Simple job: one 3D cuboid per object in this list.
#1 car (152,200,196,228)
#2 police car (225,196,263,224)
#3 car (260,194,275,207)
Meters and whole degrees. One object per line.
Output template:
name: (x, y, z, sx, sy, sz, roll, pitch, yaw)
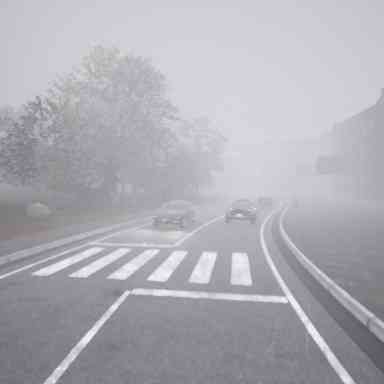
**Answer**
car: (-0.987, 1.306, 20.574, 1.837, 1.490, 4.892, 1, 0, 13)
police car: (3.680, 1.326, 23.809, 2.038, 1.542, 4.974, 1, 1, 15)
car: (9.252, 1.031, 41.463, 1.882, 1.535, 5.008, 1, 1, 18)
